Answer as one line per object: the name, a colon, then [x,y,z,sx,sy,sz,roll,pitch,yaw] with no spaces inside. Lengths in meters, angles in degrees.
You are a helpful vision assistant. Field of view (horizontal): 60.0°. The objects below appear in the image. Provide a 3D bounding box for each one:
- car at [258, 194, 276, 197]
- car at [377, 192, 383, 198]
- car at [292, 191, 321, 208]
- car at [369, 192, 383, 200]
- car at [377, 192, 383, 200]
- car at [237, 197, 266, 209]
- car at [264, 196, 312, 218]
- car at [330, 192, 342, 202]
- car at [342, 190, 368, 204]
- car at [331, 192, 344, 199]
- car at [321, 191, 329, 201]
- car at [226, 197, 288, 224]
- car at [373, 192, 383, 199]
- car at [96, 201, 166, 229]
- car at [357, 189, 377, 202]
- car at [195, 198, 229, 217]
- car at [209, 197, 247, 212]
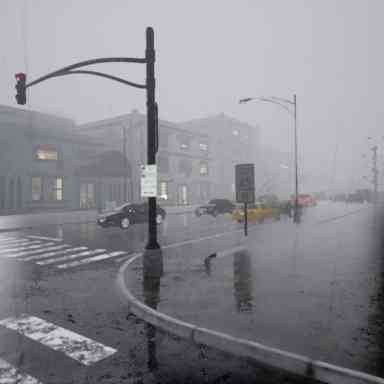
car: [8.162,1.036,36.884,2.097,1.767,4.553,-1,0,36]
car: [43.133,0.652,75.166,1.887,1.381,4.507,-1,0,36]
car: [12.489,0.950,37.422,2.097,1.767,4.553,-1,0,36]
car: [36.803,0.770,66.465,1.947,1.339,4.313,-1,0,36]
car: [33.549,0.570,61.988,2.192,1.841,5.009,-1,0,36]
car: [7.264,1.293,40.058,1.802,1.307,4.206,-1,0,36]
car: [7.536,1.217,26.178,2.008,1.369,4.403,-1,0,36]
car: [24.458,0.897,53.899,2.128,1.511,4.902,-1,-1,36]
car: [22.845,0.924,46.490,1.837,1.490,4.892,-1,0,36]
car: [33.277,0.743,75.868,1.967,1.590,4.097,-1,0,36]
car: [23.519,0.768,62.439,2.192,1.841,5.009,-1,0,36]
car: [4.384,1.242,21.839,1.752,1.417,4.829,-1,0,36]
car: [40.055,0.720,70.942,1.947,1.339,4.313,-1,0,36]
car: [-3.651,1.378,20.641,1.837,1.490,4.892,-1,0,36]
car: [26.940,0.576,52.201,2.150,2.045,5.566,-1,0,36]
car: [2.125,1.306,28.574,1.812,1.442,4.674,-1,0,36]
car: [3.911,1.289,35.443,1.752,1.417,4.829,-1,0,36]
